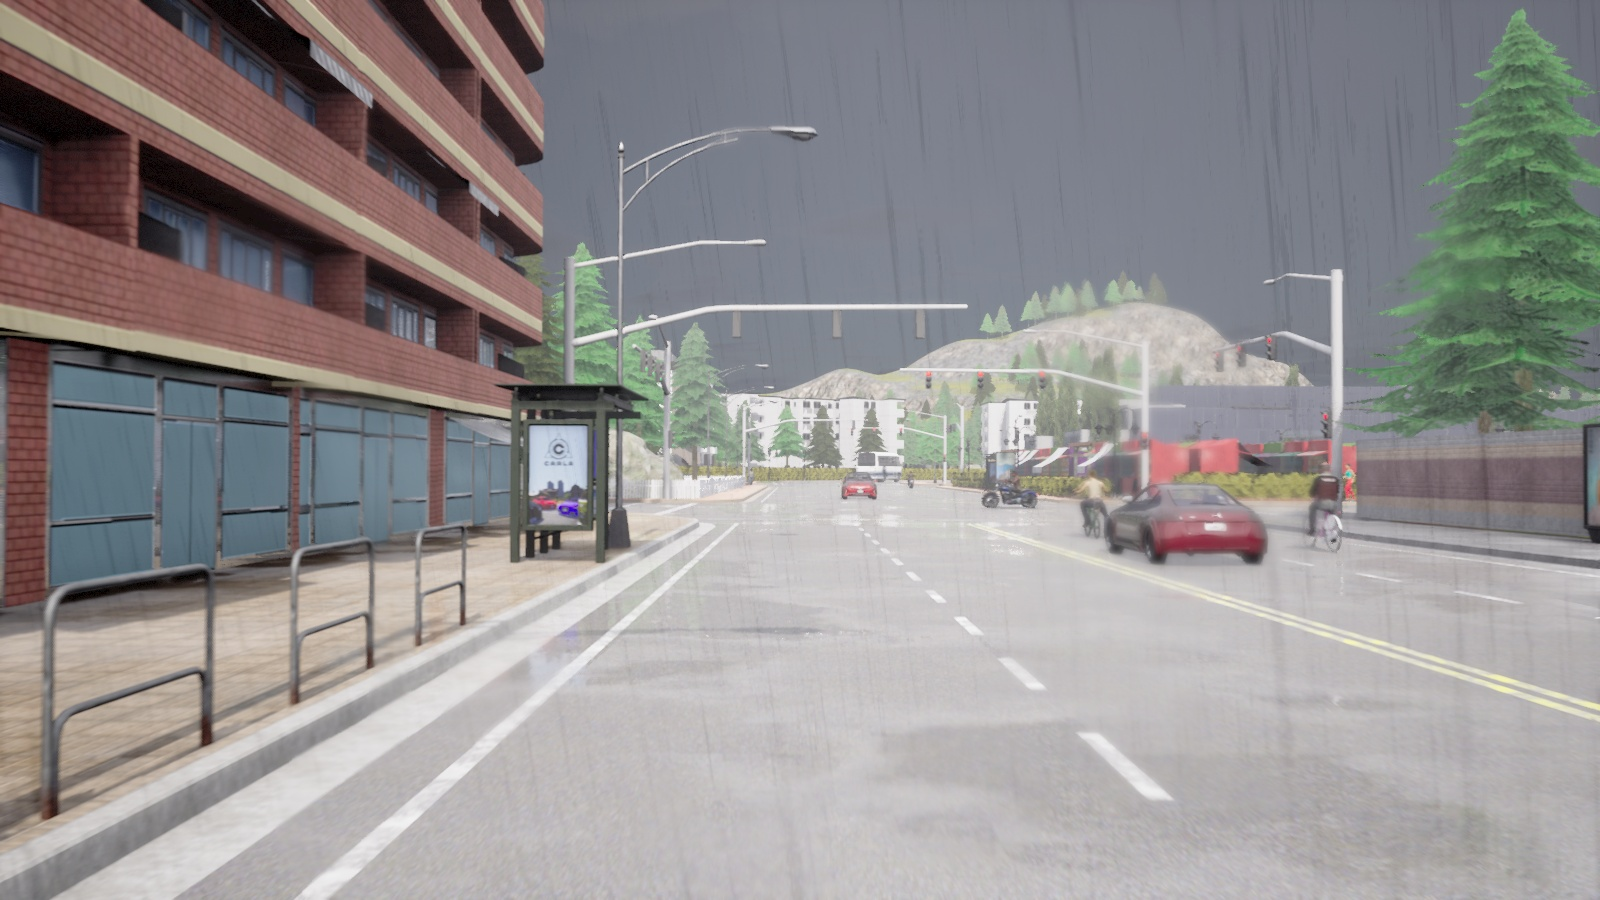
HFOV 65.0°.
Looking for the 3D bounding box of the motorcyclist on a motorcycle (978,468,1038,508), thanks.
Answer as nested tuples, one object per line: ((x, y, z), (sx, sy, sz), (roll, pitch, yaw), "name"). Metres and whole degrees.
((8.665, 1.595, 52.425), (2.350, 1.649, 0.766), (0, -1, -1), "motorcyclist on a motorcycle")

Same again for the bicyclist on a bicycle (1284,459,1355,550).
((10.435, 1.067, 25.297), (0.659, 1.776, 1.843), (0, -1, 0), "bicyclist on a bicycle")

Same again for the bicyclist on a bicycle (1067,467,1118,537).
((6.920, 1.222, 29.775), (0.866, 1.612, 1.509), (0, -1, 0), "bicyclist on a bicycle")

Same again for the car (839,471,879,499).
((3.320, 1.941, 71.225), (2.007, 1.525, 4.514), (0, -1, 0), "car")

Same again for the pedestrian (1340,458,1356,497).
((25.977, 1.306, 59.548), (0.594, 1.836, 0.345), (0, -1, -1), "pedestrian")

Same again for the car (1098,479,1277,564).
((6.939, 1.235, 22.992), (1.994, 1.385, 4.181), (0, -1, 0), "car")
